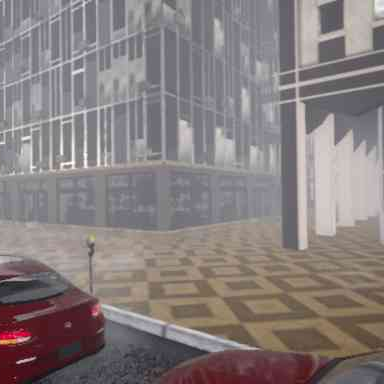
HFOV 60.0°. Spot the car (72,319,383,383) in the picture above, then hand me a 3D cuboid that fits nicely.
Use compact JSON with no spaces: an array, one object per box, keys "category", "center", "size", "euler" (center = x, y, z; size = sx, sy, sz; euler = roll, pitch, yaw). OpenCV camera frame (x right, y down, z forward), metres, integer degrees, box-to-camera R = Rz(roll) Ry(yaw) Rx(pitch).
[{"category":"car","center":[1.463,1.580,1.685],"size":[4.206,1.307,1.802],"euler":[0,-1,36]}]

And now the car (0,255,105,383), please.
[{"category":"car","center":[-3.044,1.619,4.901],"size":[4.206,1.307,1.802],"euler":[-1,-1,36]}]
